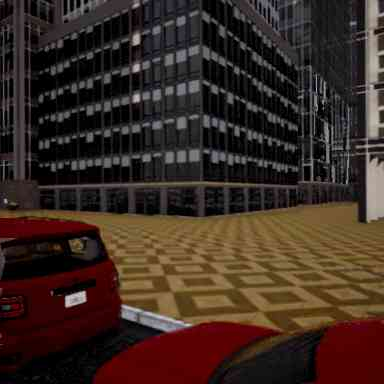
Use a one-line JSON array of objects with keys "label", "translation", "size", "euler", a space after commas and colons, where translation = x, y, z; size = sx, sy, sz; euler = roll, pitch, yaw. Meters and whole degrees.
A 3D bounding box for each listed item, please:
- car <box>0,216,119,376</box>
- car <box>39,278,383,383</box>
[{"label": "car", "translation": [-3.282, 1.314, 5.222], "size": [5.009, 1.841, 2.192], "euler": [0, 0, 36]}, {"label": "car", "translation": [1.227, 1.545, 2.003], "size": [4.507, 1.381, 1.887], "euler": [0, 0, 36]}]
